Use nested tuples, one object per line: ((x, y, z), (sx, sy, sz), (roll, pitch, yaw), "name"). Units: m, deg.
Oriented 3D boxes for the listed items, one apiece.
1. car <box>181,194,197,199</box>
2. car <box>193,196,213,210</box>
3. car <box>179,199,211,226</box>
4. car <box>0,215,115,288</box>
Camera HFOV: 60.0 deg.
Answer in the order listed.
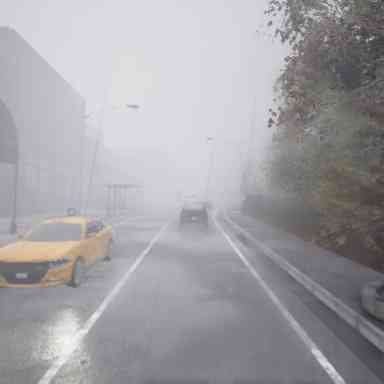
((-0.375, 1.313, 52.234), (2.150, 2.045, 5.566), (-1, 0, 12), "car")
((1.535, 1.555, 41.603), (1.812, 1.442, 4.674), (-1, 0, 7), "car")
((0.171, 1.511, 23.849), (1.882, 1.535, 5.008), (0, 0, 1), "car")
((-3.593, 1.492, 9.519), (1.882, 1.535, 5.008), (0, 0, 0), "car")
